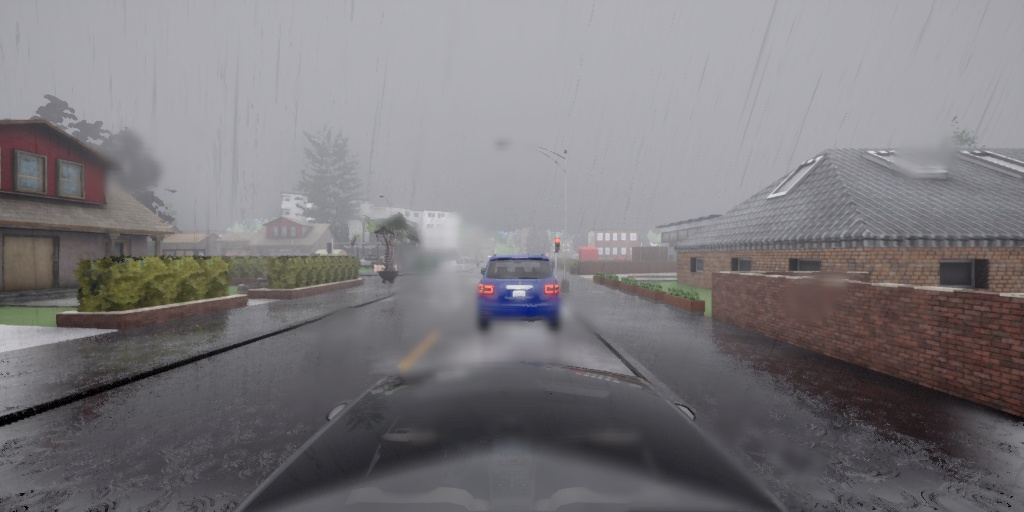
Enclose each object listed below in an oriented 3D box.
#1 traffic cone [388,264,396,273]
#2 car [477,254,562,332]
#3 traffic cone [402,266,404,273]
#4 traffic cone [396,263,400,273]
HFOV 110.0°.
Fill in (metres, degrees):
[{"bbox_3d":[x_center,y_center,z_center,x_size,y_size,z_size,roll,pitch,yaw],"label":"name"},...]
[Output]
[{"bbox_3d":[-15.393,1.561,45.937,0.344,0.586,0.344,0,0,0],"label":"traffic cone"},{"bbox_3d":[0.191,0.971,11.049,2.150,2.045,5.566,0,0,0],"label":"car"},{"bbox_3d":[-14.020,1.582,47.536,0.344,0.586,0.344,0,0,0],"label":"traffic cone"},{"bbox_3d":[-15.027,1.558,46.504,0.344,0.586,0.344,0,0,0],"label":"traffic cone"}]
